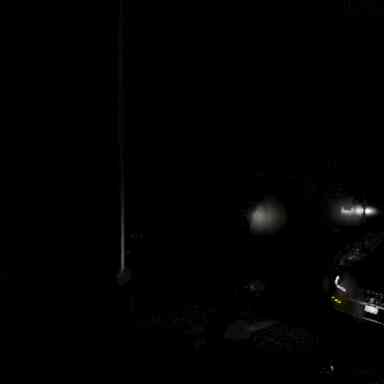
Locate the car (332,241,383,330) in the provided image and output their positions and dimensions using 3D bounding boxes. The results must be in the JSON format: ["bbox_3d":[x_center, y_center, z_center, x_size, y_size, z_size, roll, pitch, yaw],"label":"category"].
[{"bbox_3d":[4.650,1.504,6.376,4.892,1.490,1.837,0,0,-36],"label":"car"}]
